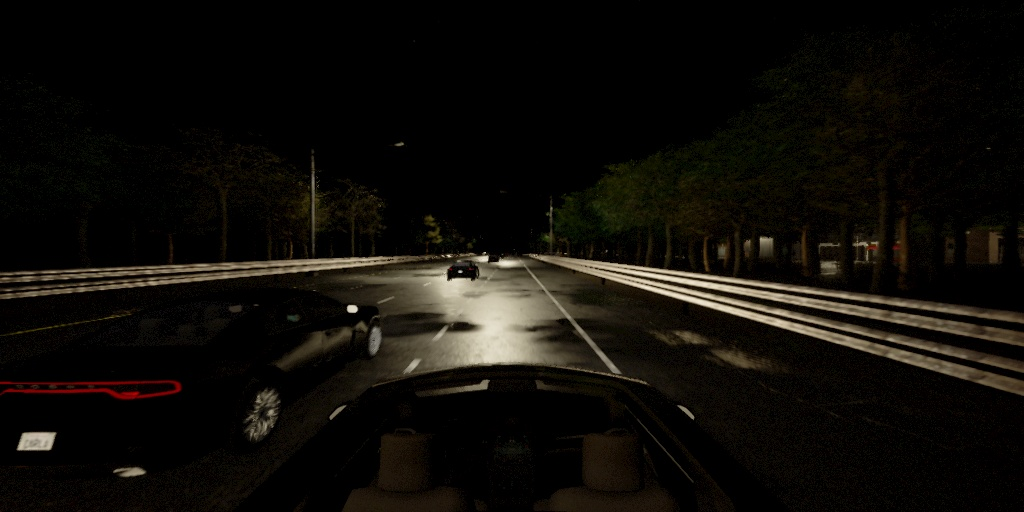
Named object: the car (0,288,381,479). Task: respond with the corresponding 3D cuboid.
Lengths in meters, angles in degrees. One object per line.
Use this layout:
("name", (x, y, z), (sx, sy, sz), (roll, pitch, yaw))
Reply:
("car", (-3.502, 1.185, 5.114), (1.882, 1.535, 5.008), (0, 1, 0))

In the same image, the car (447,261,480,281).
("car", (-3.485, 1.013, 26.242), (1.994, 1.385, 4.181), (0, 1, 0))
